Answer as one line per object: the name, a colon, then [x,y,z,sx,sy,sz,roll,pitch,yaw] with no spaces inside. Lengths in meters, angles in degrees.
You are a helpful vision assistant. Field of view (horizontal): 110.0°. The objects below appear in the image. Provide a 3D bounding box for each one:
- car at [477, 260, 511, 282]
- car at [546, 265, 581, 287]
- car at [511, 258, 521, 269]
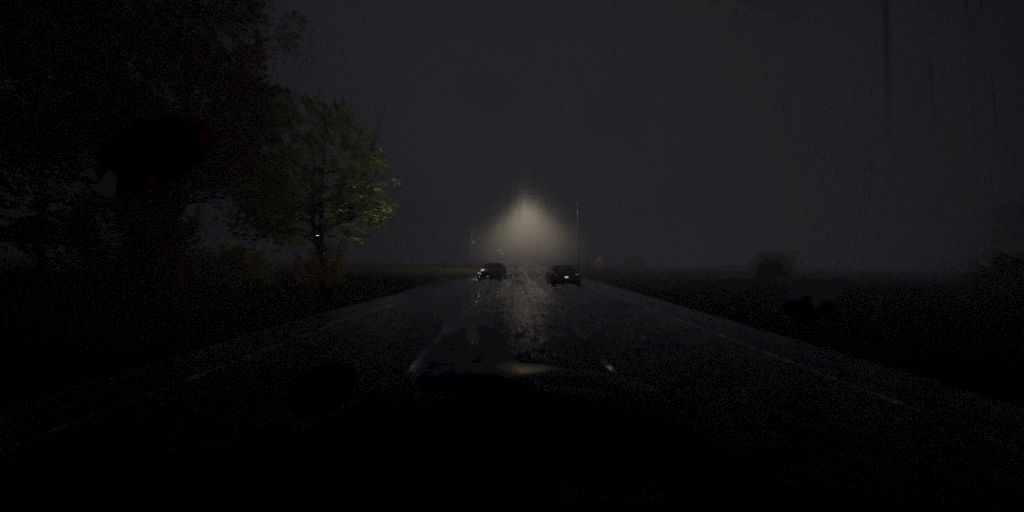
car: [-1.522,1.273,29.196,1.837,1.490,4.892,0,0,7]
car: [3.508,1.326,24.993,1.994,1.385,4.181,0,0,0]
car: [0.022,1.324,59.716,2.033,1.411,5.357,0,0,0]
